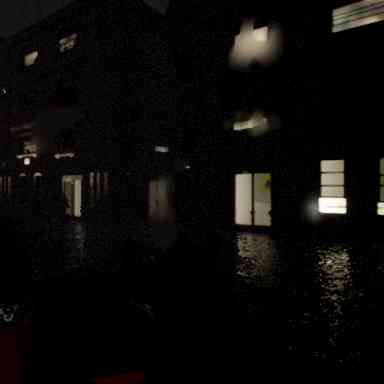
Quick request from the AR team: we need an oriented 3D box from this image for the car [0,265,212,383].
[{"bbox_3d":[-1.737,1.597,4.110,4.206,1.307,1.802,0,0,36],"label":"car"}]
